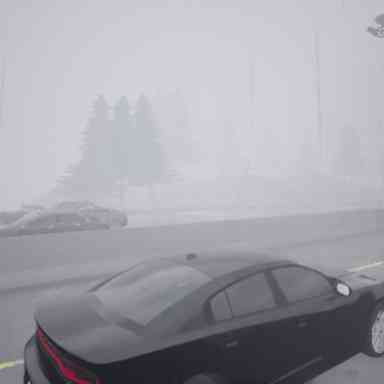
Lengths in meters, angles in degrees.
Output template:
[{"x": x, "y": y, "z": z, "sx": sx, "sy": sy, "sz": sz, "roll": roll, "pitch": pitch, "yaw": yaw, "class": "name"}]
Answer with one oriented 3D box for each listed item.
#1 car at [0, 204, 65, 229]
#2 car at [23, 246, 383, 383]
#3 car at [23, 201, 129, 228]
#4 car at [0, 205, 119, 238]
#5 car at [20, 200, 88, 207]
[{"x": -11.054, "y": 1.567, "z": 21.893, "sx": 4.718, "sy": 1.301, "sz": 1.895, "roll": -1, "pitch": 0, "yaw": -35, "class": "car"}, {"x": 0.673, "y": 1.451, "z": 4.225, "sx": 5.008, "sy": 1.535, "sz": 1.882, "roll": 0, "pitch": 0, "yaw": -35, "class": "car"}, {"x": -5.683, "y": 1.443, "z": 17.114, "sx": 4.902, "sy": 1.511, "sz": 2.128, "roll": -1, "pitch": 0, "yaw": -35, "class": "car"}, {"x": -5.621, "y": 1.479, "z": 12.868, "sx": 4.892, "sy": 1.490, "sz": 1.837, "roll": 0, "pitch": 0, "yaw": -35, "class": "car"}, {"x": -7.676, "y": 1.303, "z": 19.987, "sx": 4.553, "sy": 1.767, "sz": 2.097, "roll": -1, "pitch": 0, "yaw": -35, "class": "car"}]
